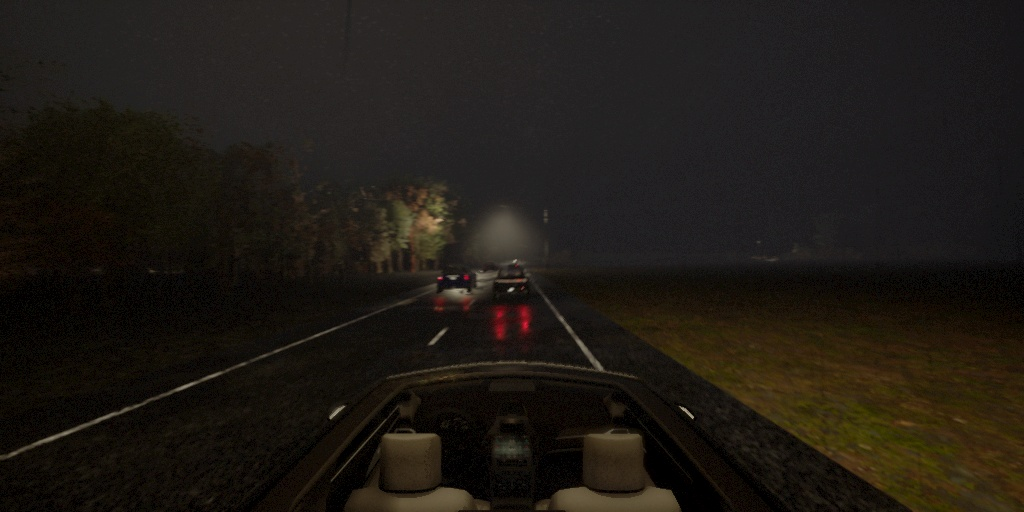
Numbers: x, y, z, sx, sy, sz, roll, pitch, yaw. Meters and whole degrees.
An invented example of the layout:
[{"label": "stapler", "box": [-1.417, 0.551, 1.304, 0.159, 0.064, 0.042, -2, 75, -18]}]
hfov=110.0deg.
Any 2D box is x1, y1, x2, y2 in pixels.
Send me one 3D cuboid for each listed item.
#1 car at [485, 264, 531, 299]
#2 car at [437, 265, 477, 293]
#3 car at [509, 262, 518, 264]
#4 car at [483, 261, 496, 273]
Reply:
[{"label": "car", "box": [-0.034, 1.371, 18.940, 2.128, 1.511, 4.902, -2, 0, 0]}, {"label": "car", "box": [-3.504, 1.362, 23.559, 2.097, 1.767, 4.553, -2, 0, 0]}, {"label": "car", "box": [0.224, 1.614, 54.553, 2.128, 1.511, 4.902, -2, 0, 0]}, {"label": "car", "box": [-3.273, 1.579, 55.398, 2.097, 1.767, 4.553, -2, 0, 0]}]
